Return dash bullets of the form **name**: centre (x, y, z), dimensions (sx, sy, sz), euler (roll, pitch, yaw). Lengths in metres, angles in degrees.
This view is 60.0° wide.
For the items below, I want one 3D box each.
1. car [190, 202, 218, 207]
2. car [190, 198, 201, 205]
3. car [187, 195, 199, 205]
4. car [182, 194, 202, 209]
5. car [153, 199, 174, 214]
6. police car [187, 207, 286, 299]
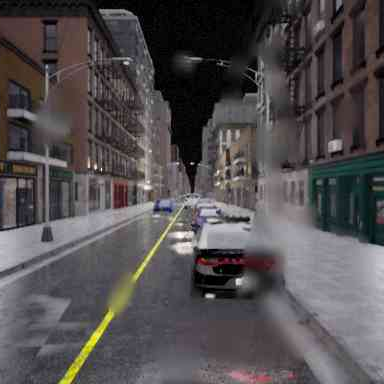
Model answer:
- **car**: centre (0.940, 1.521, 18.484), dimensions (1.812, 1.442, 4.674), euler (0, 0, 0)
- **car**: centre (0.953, 1.478, 24.484), dimensions (1.882, 1.535, 5.008), euler (0, 0, 0)
- **car**: centre (0.127, 1.444, 59.489), dimensions (2.097, 1.767, 4.553), euler (0, 0, 0)
- **car**: centre (0.106, 1.268, 45.533), dimensions (2.150, 2.045, 5.566), euler (0, 0, 1)
- **car**: centre (-3.024, 1.497, 35.608), dimensions (1.882, 1.535, 5.008), euler (0, 0, 0)
- **police car**: centre (0.918, 1.420, 8.593), dimensions (1.930, 1.638, 5.238), euler (0, 0, 0)
